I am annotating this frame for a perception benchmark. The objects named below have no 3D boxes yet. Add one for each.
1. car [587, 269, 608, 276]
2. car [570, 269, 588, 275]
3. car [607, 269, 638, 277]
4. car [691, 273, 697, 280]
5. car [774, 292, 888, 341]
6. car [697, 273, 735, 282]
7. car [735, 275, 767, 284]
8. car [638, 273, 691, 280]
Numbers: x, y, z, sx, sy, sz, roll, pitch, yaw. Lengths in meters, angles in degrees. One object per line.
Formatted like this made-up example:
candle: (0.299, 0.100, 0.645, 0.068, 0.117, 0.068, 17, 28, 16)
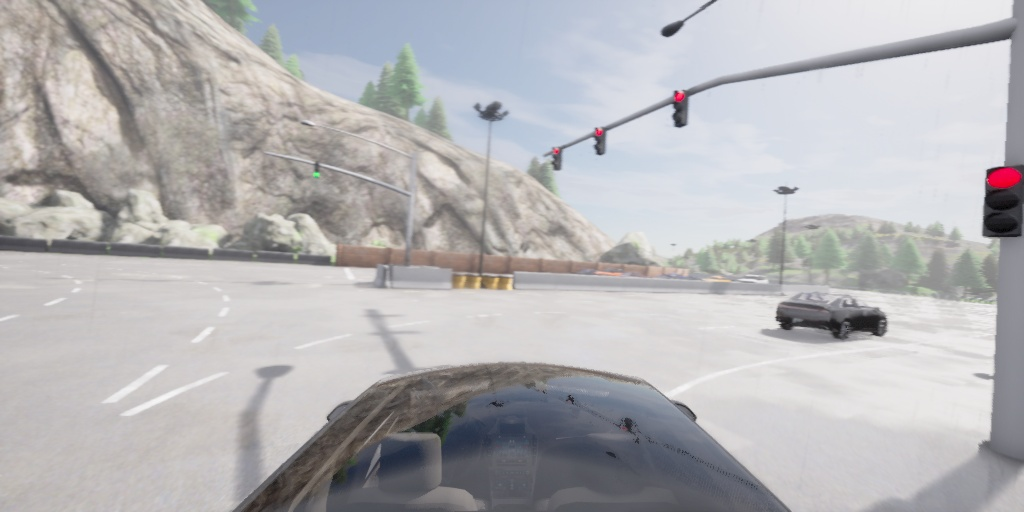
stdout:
car: (12.269, 2.348, 44.943, 4.553, 1.767, 2.097, 4, -1, -27)
car: (10.237, 2.440, 47.813, 5.357, 1.411, 2.033, 4, -1, -27)
car: (13.726, 2.585, 41.737, 4.674, 1.442, 1.812, 4, -1, -27)
car: (26.350, 3.566, 52.736, 4.181, 1.385, 1.994, 4, -1, -33)
car: (11.857, 2.137, 13.259, 4.902, 1.511, 2.128, 4, -1, -27)
car: (28.515, 3.594, 50.024, 5.008, 1.535, 1.882, 4, -1, -34)
car: (32.465, 3.584, 48.449, 5.566, 2.045, 2.150, 5, -1, -36)
car: (16.776, 2.725, 39.395, 4.902, 1.511, 2.128, 4, -1, -27)
